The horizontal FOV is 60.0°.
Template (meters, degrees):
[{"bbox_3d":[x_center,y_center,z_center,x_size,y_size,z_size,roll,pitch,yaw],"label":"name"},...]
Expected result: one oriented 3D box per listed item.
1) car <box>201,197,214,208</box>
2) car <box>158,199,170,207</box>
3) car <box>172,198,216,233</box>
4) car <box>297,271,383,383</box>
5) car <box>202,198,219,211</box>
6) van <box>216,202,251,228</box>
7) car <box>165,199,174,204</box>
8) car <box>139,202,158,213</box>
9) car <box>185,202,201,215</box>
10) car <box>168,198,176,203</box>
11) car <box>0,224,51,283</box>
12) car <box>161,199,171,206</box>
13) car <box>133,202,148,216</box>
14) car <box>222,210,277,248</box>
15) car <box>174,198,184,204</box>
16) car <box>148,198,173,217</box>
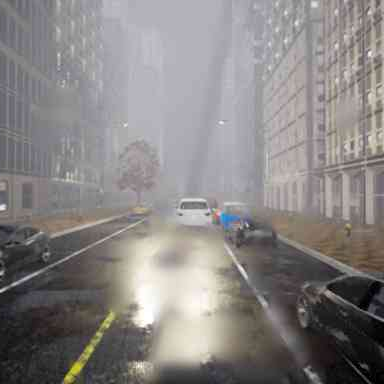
[{"bbox_3d":[2.733,1.930,60.983,2.192,1.841,5.009,0,-1,0],"label":"car"},{"bbox_3d":[-5.645,2.218,66.690,2.008,1.369,4.403,0,-1,0],"label":"car"},{"bbox_3d":[0.113,1.449,21.294,2.150,2.045,5.566,0,0,0],"label":"car"},{"bbox_3d":[2.695,1.611,4.061,1.947,1.339,4.313,0,-1,0],"label":"car"},{"bbox_3d":[2.726,1.821,49.599,2.192,1.841,5.009,0,-1,0],"label":"car"},{"bbox_3d":[2.707,1.565,21.141,1.690,1.788,3.998,0,-1,0],"label":"van"},{"bbox_3d":[-5.634,2.406,83.765,1.802,1.307,4.206,0,-1,0],"label":"car"},{"bbox_3d":[-5.660,2.000,43.922,2.008,1.369,4.403,0,-1,0],"label":"car"},{"bbox_3d":[0.127,1.950,41.292,1.812,1.442,4.674,0,-1,0],"label":"car"},{"bbox_3d":[-5.627,2.477,95.150,2.008,1.369,4.403,0,-1,0],"label":"car"},{"bbox_3d":[-5.682,1.671,9.767,1.947,1.339,4.313,0,-1,0],"label":"car"},{"bbox_3d":[-5.642,2.286,72.383,1.947,1.339,4.313,0,-1,0],"label":"car"},{"bbox_3d":[-5.664,1.918,38.059,1.752,1.417,4.829,0,-1,0],"label":"car"},{"bbox_3d":[2.703,1.731,15.445,1.947,1.339,4.313,0,-1,0],"label":"car"},{"bbox_3d":[-2.952,2.096,76.970,1.994,1.385,4.181,0,-1,0],"label":"car"},{"bbox_3d":[-3.071,1.720,35.533,2.097,1.767,4.553,0,-1,0],"label":"car"}]
